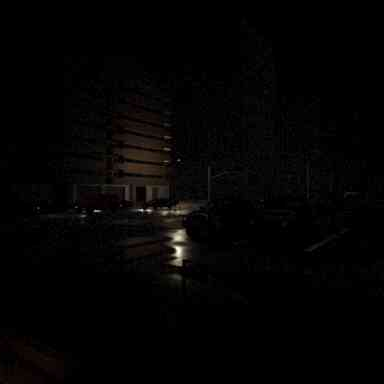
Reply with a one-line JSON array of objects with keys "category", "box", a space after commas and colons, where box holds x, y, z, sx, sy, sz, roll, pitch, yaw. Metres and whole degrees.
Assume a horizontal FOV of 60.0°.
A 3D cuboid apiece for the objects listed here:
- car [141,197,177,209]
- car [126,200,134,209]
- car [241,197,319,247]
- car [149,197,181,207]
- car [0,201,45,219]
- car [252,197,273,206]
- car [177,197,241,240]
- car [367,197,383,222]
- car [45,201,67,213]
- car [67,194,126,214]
[{"category": "car", "box": [-4.497, 1.547, 44.933, 2.033, 1.411, 5.357, 0, 0, 34]}, {"category": "car", "box": [-9.952, 1.547, 43.102, 2.033, 1.411, 5.357, 0, 0, 34]}, {"category": "car", "box": [3.909, 1.156, 14.336, 1.905, 1.878, 3.866, 0, 0, 34]}, {"category": "car", "box": [-4.121, 1.547, 51.719, 2.033, 1.411, 5.357, 0, 0, 35]}, {"category": "car", "box": [-15.411, 1.564, 28.694, 1.994, 1.385, 4.181, 0, 0, 34]}, {"category": "car", "box": [12.090, 1.526, 56.754, 1.812, 1.442, 4.674, 0, 0, 34]}, {"category": "car", "box": [1.542, 1.153, 16.003, 1.932, 1.855, 4.605, 0, 0, 34]}, {"category": "car", "box": [15.935, 1.395, 27.290, 1.970, 1.475, 3.806, 0, 0, 34]}, {"category": "car", "box": [-15.327, 1.601, 35.098, 1.895, 1.301, 4.718, 0, 0, 34]}, {"category": "car", "box": [-10.305, 1.221, 36.295, 2.150, 2.045, 5.566, 0, 0, 34]}]
